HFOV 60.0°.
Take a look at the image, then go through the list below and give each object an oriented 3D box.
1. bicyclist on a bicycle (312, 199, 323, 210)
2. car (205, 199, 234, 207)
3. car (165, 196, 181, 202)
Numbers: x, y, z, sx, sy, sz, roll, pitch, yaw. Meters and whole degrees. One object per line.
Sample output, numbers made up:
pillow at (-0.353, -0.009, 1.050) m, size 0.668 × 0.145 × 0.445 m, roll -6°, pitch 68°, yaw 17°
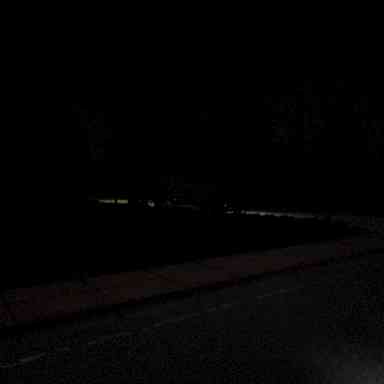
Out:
bicyclist on a bicycle at (13.223, 1.223, 35.041) m, size 1.656 × 1.620 × 0.582 m, roll 22°, pitch -27°, yaw -26°
car at (2.921, 1.472, 37.314) m, size 1.895 × 1.301 × 4.718 m, roll 0°, pitch 0°, yaw -34°
car at (-3.599, 1.351, 53.287) m, size 2.128 × 1.511 × 4.902 m, roll 0°, pitch 0°, yaw -34°
